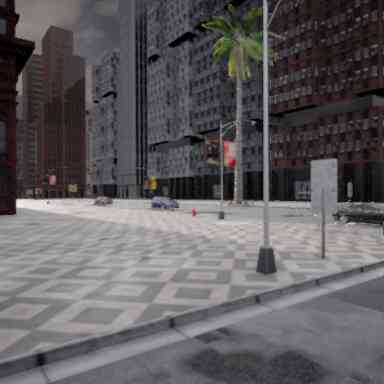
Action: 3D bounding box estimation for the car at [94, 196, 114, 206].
[{"bbox_3d":[-15.547,1.528,58.596,2.097,1.767,4.553,0,0,-36],"label":"car"}]

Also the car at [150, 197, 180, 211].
[{"bbox_3d":[-3.448,1.365,41.946,2.097,1.767,4.553,0,0,-36],"label":"car"}]

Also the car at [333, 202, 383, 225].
[{"bbox_3d":[11.542,1.427,21.320,1.837,1.490,4.892,0,2,-36],"label":"car"}]
